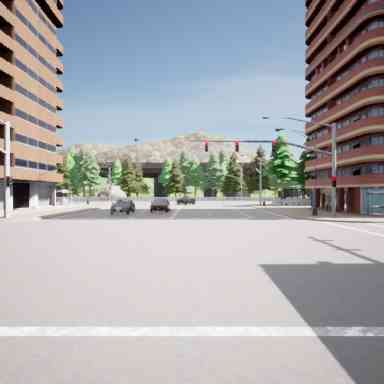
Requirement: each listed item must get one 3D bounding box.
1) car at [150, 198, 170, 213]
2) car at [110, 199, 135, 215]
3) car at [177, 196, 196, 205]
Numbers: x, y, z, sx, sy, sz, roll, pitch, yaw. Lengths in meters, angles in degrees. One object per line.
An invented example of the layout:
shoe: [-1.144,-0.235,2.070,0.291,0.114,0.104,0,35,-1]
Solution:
car: [-3.545,1.478,37.625,1.882,1.535,5.008,0,0,0]
car: [-7.066,1.492,34.303,2.128,1.511,4.902,0,0,0]
car: [-1.086,1.478,58.871,2.128,1.511,4.902,0,0,-27]
